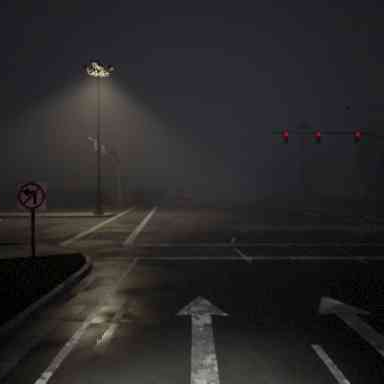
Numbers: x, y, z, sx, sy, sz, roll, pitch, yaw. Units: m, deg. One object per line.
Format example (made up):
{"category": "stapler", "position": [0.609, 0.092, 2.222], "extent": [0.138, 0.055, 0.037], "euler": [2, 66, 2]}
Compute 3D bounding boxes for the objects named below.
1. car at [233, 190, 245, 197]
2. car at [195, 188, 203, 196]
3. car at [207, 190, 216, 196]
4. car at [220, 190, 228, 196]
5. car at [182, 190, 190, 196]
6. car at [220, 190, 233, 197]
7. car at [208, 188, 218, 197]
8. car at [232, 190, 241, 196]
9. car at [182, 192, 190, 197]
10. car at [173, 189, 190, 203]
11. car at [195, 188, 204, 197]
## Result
{"category": "car", "position": [12.391, 0.455, 84.671], "extent": [1.882, 1.535, 5.008], "euler": [0, 1, 0]}
{"category": "car", "position": [1.940, -0.072, 93.921], "extent": [2.150, 2.045, 5.566], "euler": [0, 1, 0]}
{"category": "car", "position": [5.440, 0.229, 93.876], "extent": [2.128, 1.511, 4.902], "euler": [0, 1, 0]}
{"category": "car", "position": [8.940, 0.257, 93.858], "extent": [1.994, 1.385, 4.181], "euler": [0, 1, 0]}
{"category": "car", "position": [-1.560, 0.228, 93.914], "extent": [2.128, 1.511, 4.902], "euler": [0, 1, 0]}
{"category": "car", "position": [8.895, 0.323, 85.458], "extent": [2.097, 1.767, 4.553], "euler": [0, 1, 0]}
{"category": "car", "position": [5.391, 0.331, 84.677], "extent": [2.097, 1.767, 4.553], "euler": [0, 1, 0]}
{"category": "car", "position": [12.439, 0.205, 93.839], "extent": [1.837, 1.490, 4.892], "euler": [0, 1, 0]}
{"category": "car", "position": [-1.609, 0.570, 84.777], "extent": [1.895, 1.301, 4.718], "euler": [0, 1, 0]}
{"category": "car", "position": [-1.779, 0.584, 52.912], "extent": [2.150, 2.045, 5.566], "euler": [0, 1, 0]}
{"category": "car", "position": [1.889, 0.457, 84.310], "extent": [1.882, 1.535, 5.008], "euler": [0, 1, 0]}
